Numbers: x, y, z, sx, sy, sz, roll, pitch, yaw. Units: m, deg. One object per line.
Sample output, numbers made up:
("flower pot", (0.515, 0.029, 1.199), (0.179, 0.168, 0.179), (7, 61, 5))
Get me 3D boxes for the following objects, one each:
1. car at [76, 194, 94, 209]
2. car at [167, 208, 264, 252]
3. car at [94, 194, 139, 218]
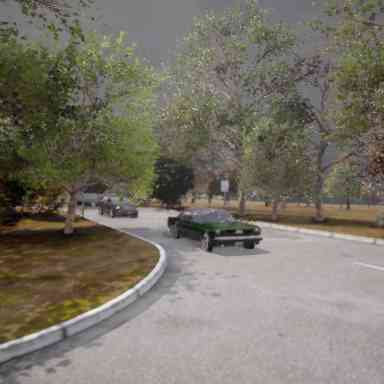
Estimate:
("car", (-10.561, 0.901, 34.463), (4.902, 1.511, 2.128), (0, 0, 31))
("car", (0.659, 1.305, 12.559), (1.895, 1.301, 4.718), (1, 0, -23))
("car", (-5.384, 1.026, 24.101), (1.837, 1.490, 4.892), (1, 2, -30))
